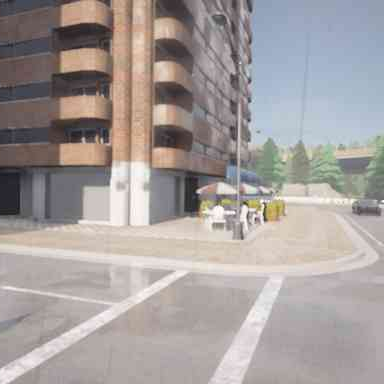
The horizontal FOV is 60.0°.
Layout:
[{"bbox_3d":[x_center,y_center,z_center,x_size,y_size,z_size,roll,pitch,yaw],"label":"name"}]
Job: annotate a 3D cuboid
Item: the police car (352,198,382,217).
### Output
[{"bbox_3d":[16.481,1.380,31.381,1.930,1.638,5.238,3,1,18],"label":"police car"}]
